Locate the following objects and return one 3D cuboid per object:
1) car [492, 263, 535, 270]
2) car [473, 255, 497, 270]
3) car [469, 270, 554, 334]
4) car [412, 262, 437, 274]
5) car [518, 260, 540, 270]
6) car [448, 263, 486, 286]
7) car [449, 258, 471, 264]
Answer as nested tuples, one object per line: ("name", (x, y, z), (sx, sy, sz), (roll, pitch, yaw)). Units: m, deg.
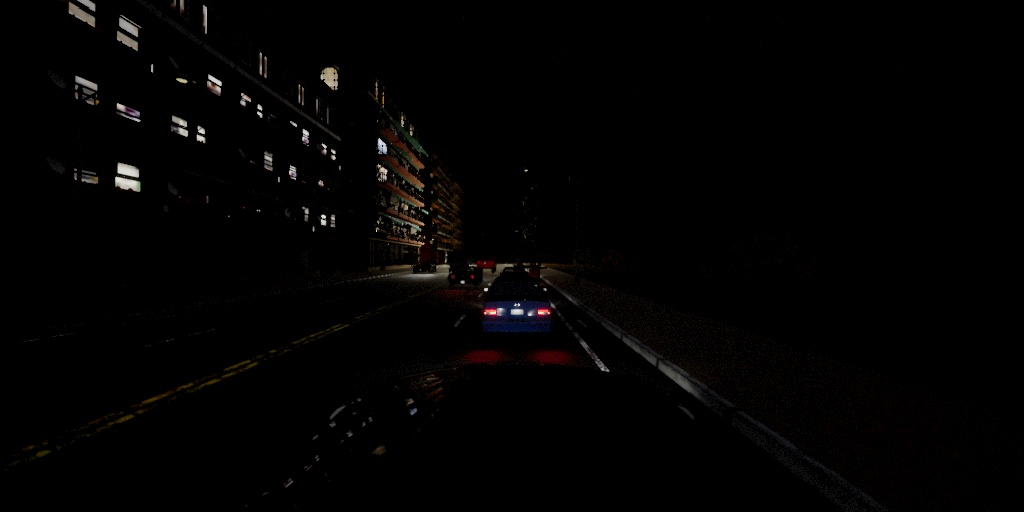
("car", (0.113, 1.317, 20.867), (1.994, 1.385, 4.181), (0, 0, 1))
("car", (-3.118, 0.970, 44.645), (2.150, 2.045, 5.566), (0, -1, 1))
("car", (0.110, 1.299, 10.534), (2.033, 1.411, 5.357), (0, 0, 0))
("car", (-9.810, 1.318, 40.536), (1.994, 1.385, 4.181), (0, 0, 0))
("car", (1.167, 1.105, 29.802), (2.097, 1.767, 4.553), (0, 0, 0))
("car", (-3.126, 1.354, 25.021), (1.895, 1.301, 4.718), (0, 0, 0))
("car", (-6.555, 1.231, 44.057), (1.882, 1.535, 5.008), (0, 0, 0))
